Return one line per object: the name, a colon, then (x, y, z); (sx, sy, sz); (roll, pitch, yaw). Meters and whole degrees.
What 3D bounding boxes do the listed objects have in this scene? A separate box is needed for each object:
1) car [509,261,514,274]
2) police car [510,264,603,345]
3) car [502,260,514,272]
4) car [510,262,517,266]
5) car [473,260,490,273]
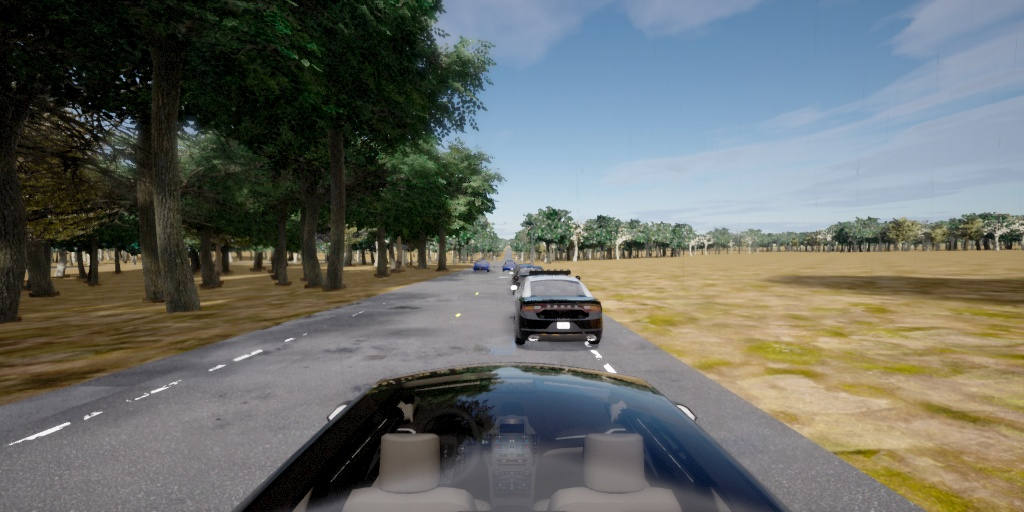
car: (0.903, 1.279, 25.572); (1.812, 1.442, 4.674); (0, 0, 0)
police car: (1.001, 1.173, 9.676); (1.930, 1.638, 5.238); (0, 0, 0)
car: (-0.254, 1.347, 47.265); (1.994, 1.385, 4.181); (0, 0, 0)
car: (0.940, 1.256, 19.569); (1.837, 1.490, 4.892); (0, 0, 0)
car: (-3.765, 1.253, 44.630); (1.882, 1.535, 5.008); (0, 0, 0)
